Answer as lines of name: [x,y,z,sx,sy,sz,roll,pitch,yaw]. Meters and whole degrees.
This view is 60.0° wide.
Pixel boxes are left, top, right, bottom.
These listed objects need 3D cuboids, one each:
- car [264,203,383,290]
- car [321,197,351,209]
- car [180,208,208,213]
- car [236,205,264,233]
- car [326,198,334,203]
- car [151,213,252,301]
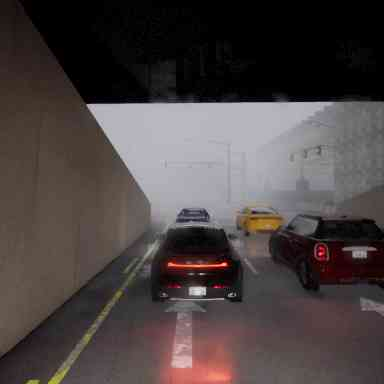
car: [3.599,1.353,9.236,2.097,1.767,4.553,0,0,0]
car: [17.653,1.295,40.633,4.536,1.218,1.853,0,0,-45]
car: [0.102,1.547,18.050,2.033,1.411,5.357,0,0,3]
car: [3.633,1.478,18.429,1.882,1.535,5.008,0,0,0]
car: [17.616,1.453,40.596,4.974,1.542,2.038,0,0,-45]
car: [0.106,1.505,8.304,1.837,1.490,4.892,0,0,0]
